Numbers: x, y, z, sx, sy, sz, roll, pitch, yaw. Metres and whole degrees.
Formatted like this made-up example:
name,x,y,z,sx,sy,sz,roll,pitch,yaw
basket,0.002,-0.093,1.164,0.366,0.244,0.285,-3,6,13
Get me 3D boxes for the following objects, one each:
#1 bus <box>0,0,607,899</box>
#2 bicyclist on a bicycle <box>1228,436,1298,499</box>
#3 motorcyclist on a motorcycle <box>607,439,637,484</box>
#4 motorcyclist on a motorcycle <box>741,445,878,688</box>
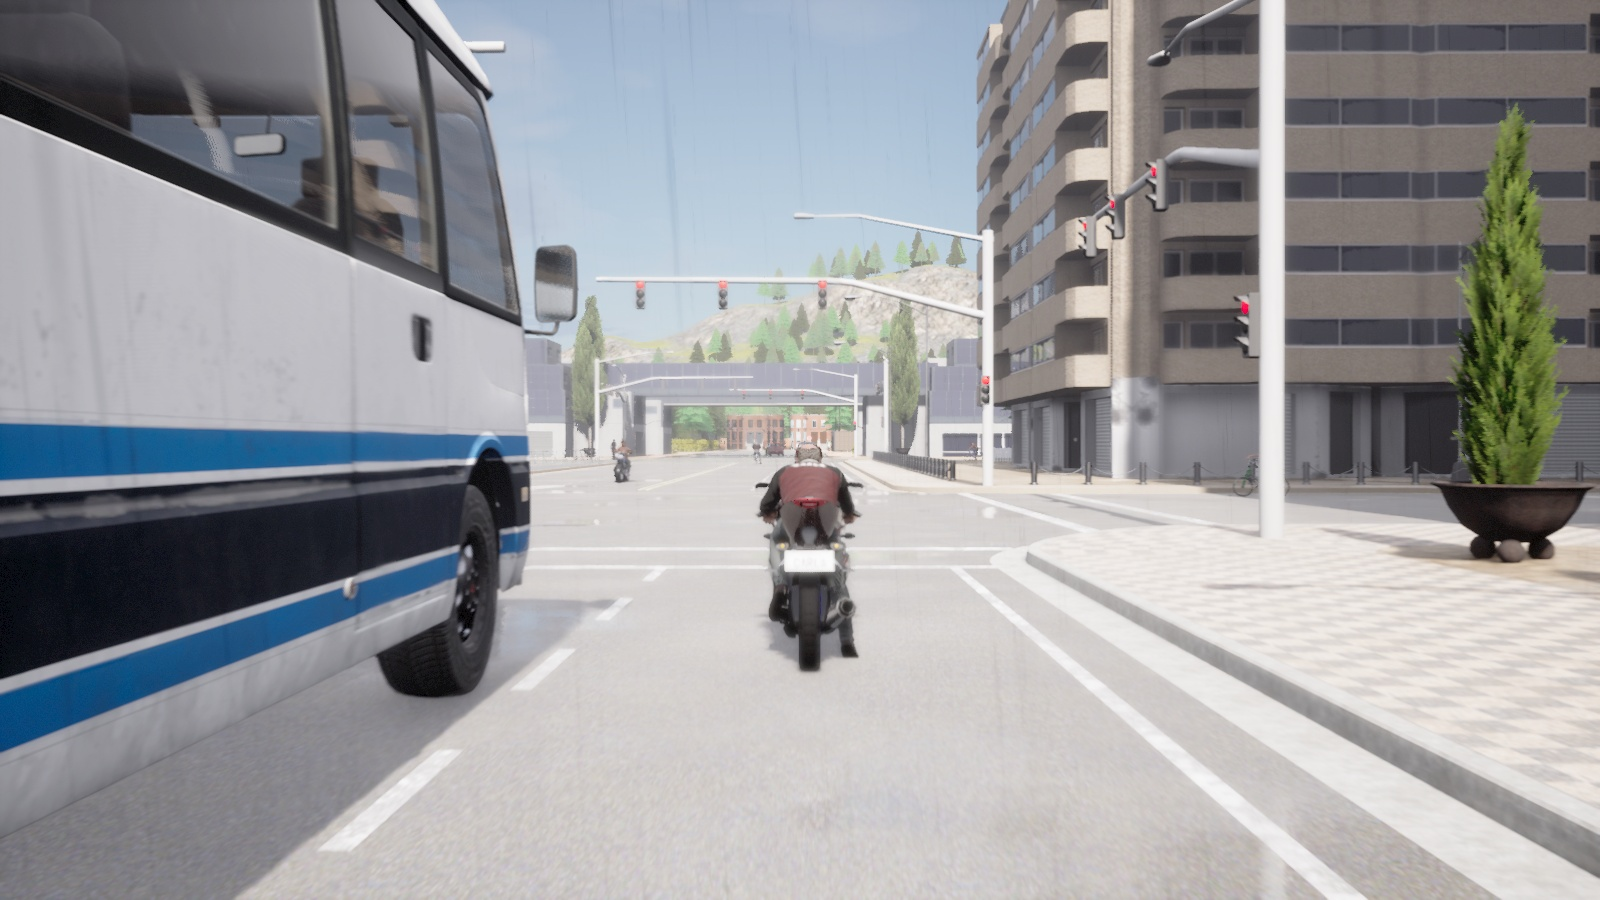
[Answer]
name,x,y,z,sx,sy,sz,roll,pitch,yaw
bus,-3.459,-0.657,4.337,3.944,4.253,10.273,0,0,0
bicyclist on a bicycle,12.115,0.452,32.896,1.509,1.612,0.866,0,0,0
motorcyclist on a motorcycle,-6.715,0.424,47.444,0.766,1.649,2.350,0,0,0
motorcyclist on a motorcycle,0.066,0.731,9.013,0.866,1.530,2.191,0,0,0
